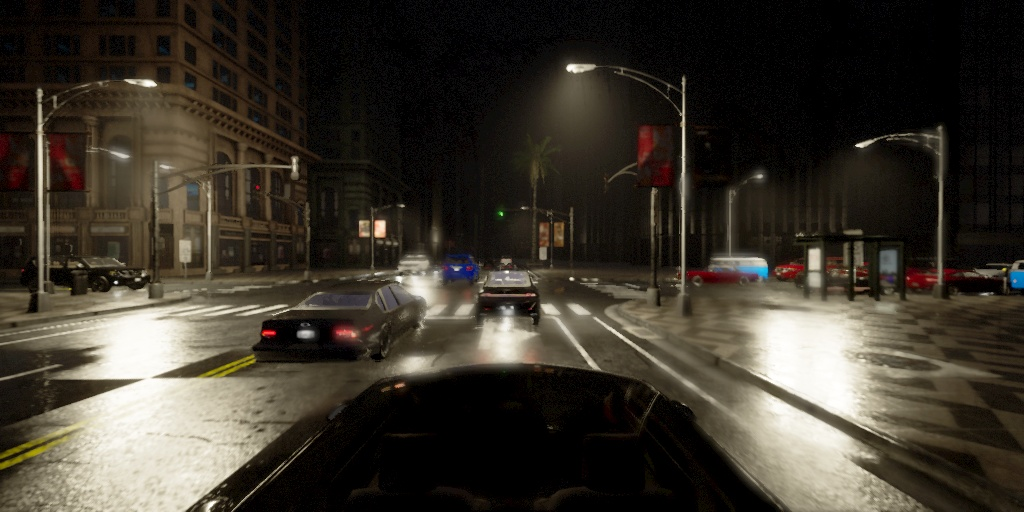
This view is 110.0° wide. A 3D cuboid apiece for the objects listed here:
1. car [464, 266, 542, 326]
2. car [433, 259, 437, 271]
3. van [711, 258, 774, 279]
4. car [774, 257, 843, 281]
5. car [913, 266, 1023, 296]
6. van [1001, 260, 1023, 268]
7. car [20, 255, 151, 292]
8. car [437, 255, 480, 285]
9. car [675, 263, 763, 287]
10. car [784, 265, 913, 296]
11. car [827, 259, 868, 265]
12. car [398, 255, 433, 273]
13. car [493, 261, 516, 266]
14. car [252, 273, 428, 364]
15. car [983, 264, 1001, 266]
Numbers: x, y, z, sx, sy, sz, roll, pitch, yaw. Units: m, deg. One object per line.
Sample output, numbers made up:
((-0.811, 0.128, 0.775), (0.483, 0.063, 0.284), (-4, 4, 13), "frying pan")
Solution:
((-0.122, 1.233, 11.639), (2.128, 1.511, 4.902), (0, 0, -1), "car")
((-10.606, 1.219, 48.627), (1.837, 1.490, 4.892), (0, 0, -1), "car")
((16.625, 1.041, 26.559), (3.998, 1.789, 1.690), (0, 0, -1), "van")
((22.302, 1.010, 26.646), (5.009, 1.841, 2.192), (0, 0, -1), "car")
((22.435, 1.309, 18.122), (4.207, 1.307, 1.802), (0, 0, -1), "car")
((28.112, 1.064, 18.210), (3.998, 1.789, 1.690), (0, 0, -1), "van")
((-23.792, 0.984, 20.120), (5.566, 2.045, 2.150), (0, 0, -1), "car")
((-3.582, 0.953, 25.742), (2.150, 2.045, 5.566), (0, 0, -1), "car")
((13.494, 1.314, 23.846), (4.718, 1.301, 1.895), (0, 0, 2), "car")
((16.758, 1.282, 18.035), (4.403, 1.370, 2.007), (0, 0, -1), "car")
((22.935, 1.183, 23.990), (5.008, 1.535, 1.882), (0, 0, -1), "car")
((-10.472, 0.943, 38.701), (2.150, 2.045, 5.566), (0, 0, -1), "car")
((-0.395, 1.328, 30.025), (1.895, 1.301, 4.718), (0, 0, -1), "car")
((-3.351, 1.292, 8.219), (2.033, 1.411, 5.357), (0, 0, -2), "car")
((32.876, 1.224, 24.139), (4.674, 1.442, 1.812), (0, 0, 0), "car")
